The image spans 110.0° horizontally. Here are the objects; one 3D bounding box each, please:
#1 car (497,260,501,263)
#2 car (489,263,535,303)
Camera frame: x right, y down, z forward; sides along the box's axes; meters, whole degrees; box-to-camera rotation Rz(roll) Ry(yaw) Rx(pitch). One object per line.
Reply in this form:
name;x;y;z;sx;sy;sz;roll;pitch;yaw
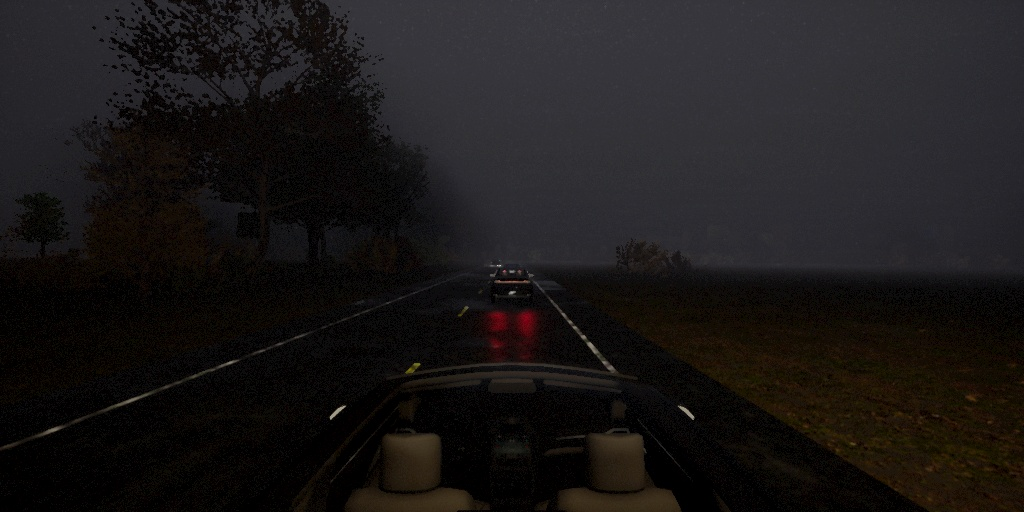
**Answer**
car;0.000;1.298;31.502;2.033;1.411;5.357;0;0;0
car;0.000;1.238;16.501;2.128;1.511;4.902;0;0;0
